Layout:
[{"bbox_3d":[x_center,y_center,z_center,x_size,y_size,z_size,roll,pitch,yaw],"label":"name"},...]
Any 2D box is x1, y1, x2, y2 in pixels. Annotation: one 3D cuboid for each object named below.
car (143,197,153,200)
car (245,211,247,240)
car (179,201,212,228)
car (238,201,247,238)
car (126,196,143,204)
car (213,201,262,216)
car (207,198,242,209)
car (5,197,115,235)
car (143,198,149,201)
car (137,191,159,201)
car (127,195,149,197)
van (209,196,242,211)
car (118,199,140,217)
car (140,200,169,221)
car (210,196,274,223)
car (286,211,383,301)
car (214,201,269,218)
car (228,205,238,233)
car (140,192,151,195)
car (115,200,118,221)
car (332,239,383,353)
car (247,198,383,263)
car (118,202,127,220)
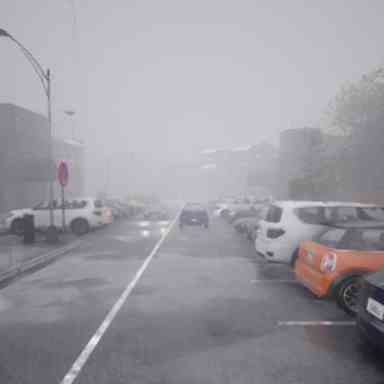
[{"bbox_3d":[-7.810,1.712,39.853,5.366,1.575,1.946,0,0,0],"label":"car"},{"bbox_3d":[4.697,1.585,12.632,4.792,1.488,2.163,0,0,0],"label":"car"},{"bbox_3d":[0.133,1.614,23.151,1.882,1.535,5.008,0,0,0],"label":"car"},{"bbox_3d":[4.703,1.446,15.426,4.553,1.767,2.185,0,0,0],"label":"car"},{"bbox_3d":[-7.664,1.554,33.978,4.553,1.767,2.185,0,0,0],"label":"car"},{"bbox_3d":[4.705,1.687,34.981,4.892,1.521,2.231,0,0,0],"label":"car"},{"bbox_3d":[4.712,1.736,48.962,4.892,1.521,2.231,0,1,0],"label":"car"},{"bbox_3d":[-7.681,1.343,19.288,5.566,2.045,2.435,0,0,0],"label":"car"},{"bbox_3d":[-7.635,1.698,36.790,4.892,1.521,2.231,0,0,0],"label":"car"},{"bbox_3d":[-9.263,0.849,70.423,4.553,1.767,2.097,3,4,42],"label":"car"},{"bbox_3d":[-7.586,1.619,45.735,4.553,1.767,2.185,0,0,0],"label":"car"},{"bbox_3d":[4.597,1.520,46.154,4.442,1.987,1.878,0,0,0],"label":"van"},{"bbox_3d":[-7.666,1.692,31.039,4.792,1.488,2.163,0,0,0],"label":"car"},{"bbox_3d":[-3.048,1.697,29.109,1.812,1.442,4.674,0,0,0],"label":"car"},{"bbox_3d":[4.663,1.402,29.395,5.566,2.045,2.435,0,0,0],"label":"car"},{"bbox_3d":[4.629,1.397,7.046,4.553,1.767,2.185,0,0,0],"label":"car"},{"bbox_3d":[4.689,1.670,32.188,5.008,1.535,2.097,0,0,0],"label":"car"},{"bbox_3d":[4.645,1.617,18.221,4.792,1.488,2.163,0,0,0],"label":"car"},{"bbox_3d":[-7.580,1.457,51.508,5.566,2.045,2.435,0,0,0],"label":"car"},{"bbox_3d":[-7.618,1.485,22.100,4.553,1.767,2.185,0,0,0],"label":"car"},{"bbox_3d":[4.684,1.535,4.253,4.792,1.488,2.163,0,0,0],"label":"car"},{"bbox_3d":[4.692,1.287,9.841,5.566,2.045,2.435,0,0,0],"label":"car"},{"bbox_3d":[-7.642,1.668,25.038,4.674,1.452,2.002,0,0,0],"label":"car"}]
